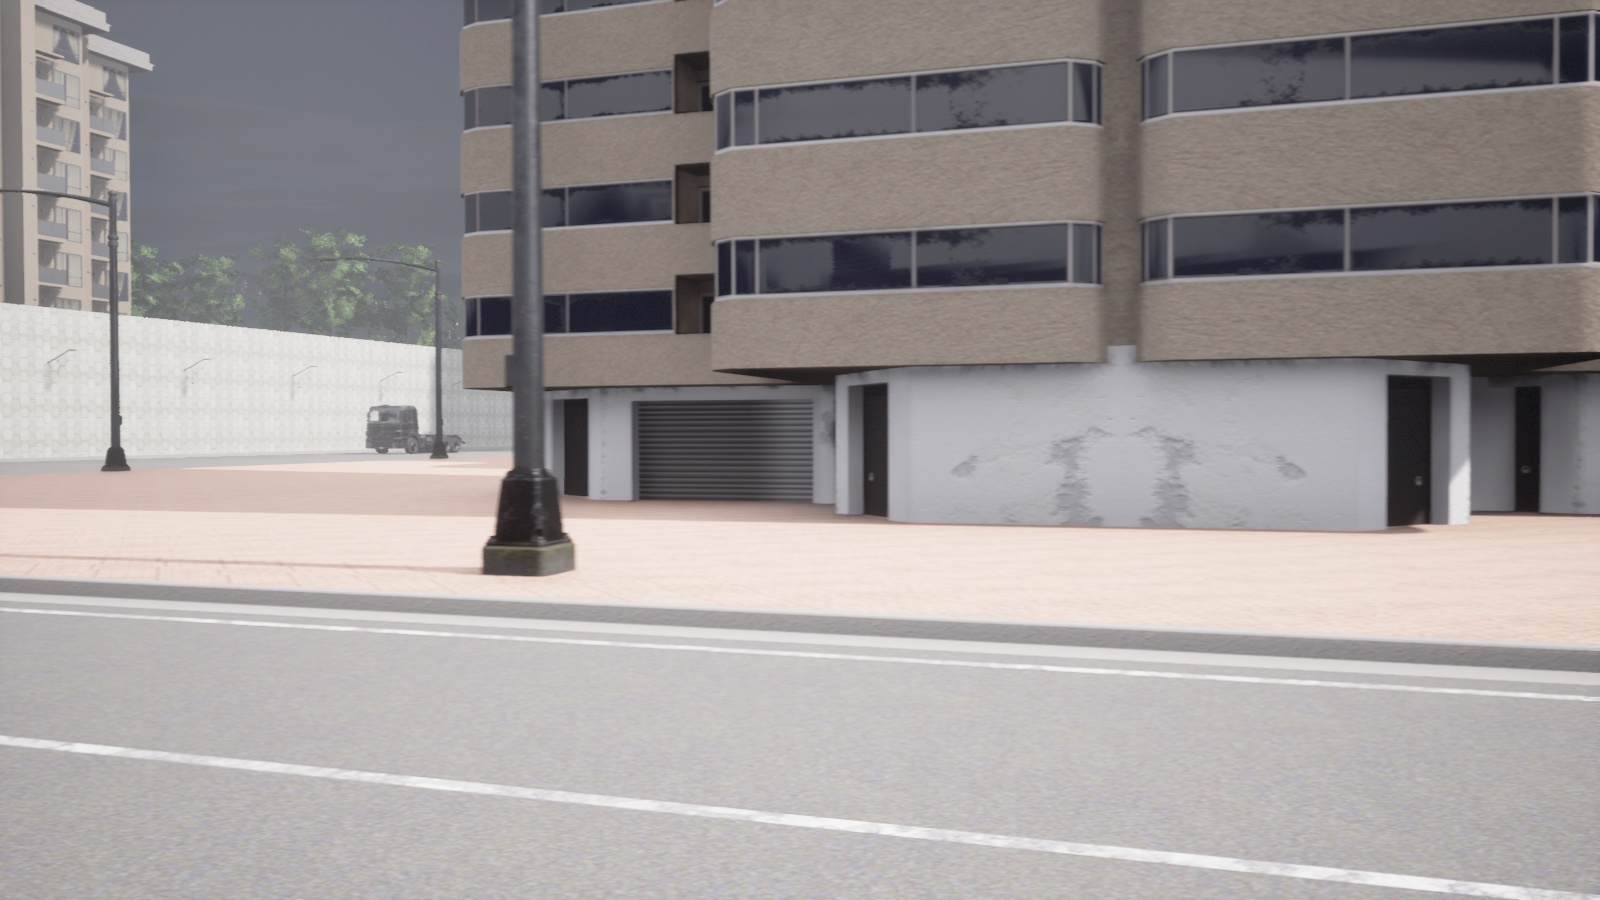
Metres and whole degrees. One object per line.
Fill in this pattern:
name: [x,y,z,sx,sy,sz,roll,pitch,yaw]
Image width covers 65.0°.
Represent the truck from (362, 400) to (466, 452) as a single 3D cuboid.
truck: [-27.149,-1.678,88.702,2.891,3.462,7.936,1,1,19]
